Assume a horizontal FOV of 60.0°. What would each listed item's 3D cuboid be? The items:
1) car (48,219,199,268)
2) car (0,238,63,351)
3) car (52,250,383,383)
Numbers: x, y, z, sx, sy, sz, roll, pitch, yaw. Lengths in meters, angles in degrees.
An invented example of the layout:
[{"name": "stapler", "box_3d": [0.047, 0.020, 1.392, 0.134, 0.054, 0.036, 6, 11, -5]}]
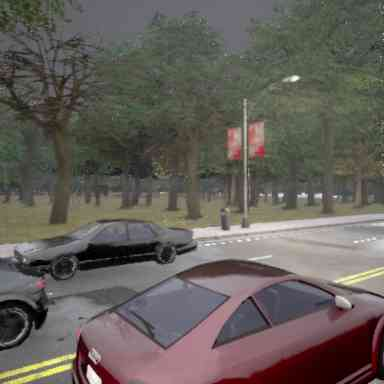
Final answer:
[{"name": "car", "box_3d": [-2.353, 1.536, 9.992, 5.357, 1.411, 2.033, 0, 0, -35]}, {"name": "car", "box_3d": [-4.278, 1.567, 4.627, 4.181, 1.385, 1.994, 0, 0, -35]}, {"name": "car", "box_3d": [0.796, 1.555, 4.006, 4.181, 1.385, 1.994, 0, 0, -35]}]
